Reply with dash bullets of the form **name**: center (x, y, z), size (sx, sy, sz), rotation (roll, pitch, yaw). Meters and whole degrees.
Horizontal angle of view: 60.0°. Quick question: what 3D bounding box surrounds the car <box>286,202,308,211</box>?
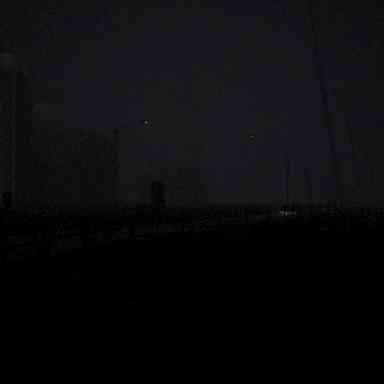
- **car**: center (15.426, 2.118, 49.018), size (1.895, 1.301, 4.718), rotation (1, 0, 36)
